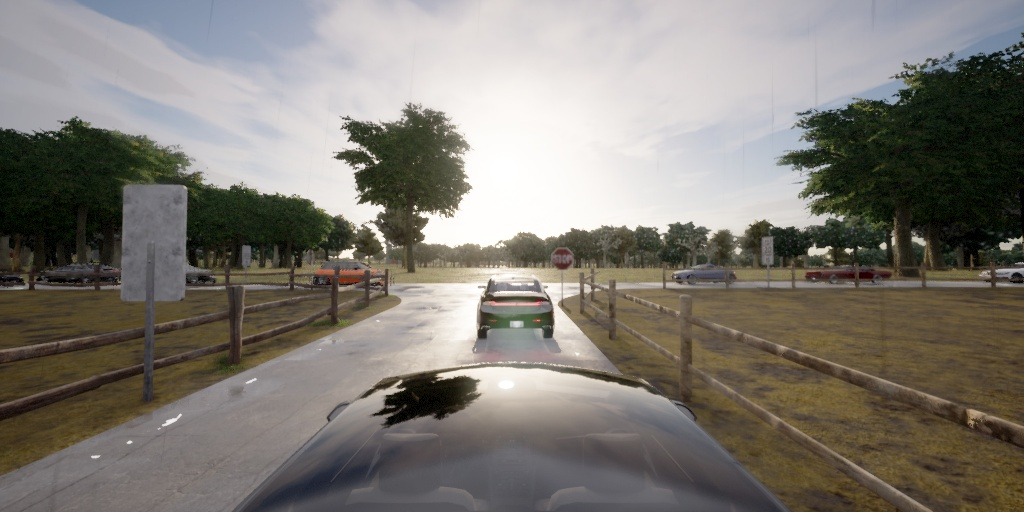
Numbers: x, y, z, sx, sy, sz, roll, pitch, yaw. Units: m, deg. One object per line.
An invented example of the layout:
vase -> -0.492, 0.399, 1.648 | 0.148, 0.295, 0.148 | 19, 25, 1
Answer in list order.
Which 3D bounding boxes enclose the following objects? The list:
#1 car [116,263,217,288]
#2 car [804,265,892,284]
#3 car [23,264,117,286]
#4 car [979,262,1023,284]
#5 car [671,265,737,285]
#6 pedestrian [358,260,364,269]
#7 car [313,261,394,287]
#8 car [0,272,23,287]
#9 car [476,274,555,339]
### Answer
car -> -21.613, 1.121, 22.848 | 4.553, 1.767, 2.097 | 0, -2, 0
car -> 23.914, 1.305, 25.697 | 4.718, 1.301, 1.895 | 0, -2, 3
car -> -31.051, 1.334, 25.768 | 4.902, 1.511, 2.128 | 0, -2, 0
car -> 35.396, 1.148, 24.565 | 4.674, 1.442, 1.812 | 0, -2, 10
car -> 13.732, 1.320, 25.827 | 4.181, 1.385, 1.994 | 0, -2, 0
pedestrian -> -12.188, 1.188, 28.848 | 0.375, 1.860, 0.375 | 0, -1, 0
car -> -9.987, 1.120, 22.878 | 4.553, 1.767, 2.097 | 0, -1, 0
car -> -34.705, 1.311, 22.816 | 5.357, 1.411, 2.033 | 0, -2, 0
car -> 0.041, 1.255, 10.107 | 2.128, 1.511, 4.902 | 0, 0, -1
